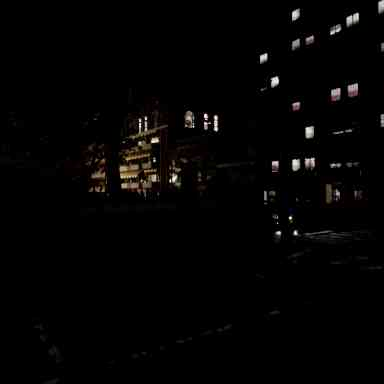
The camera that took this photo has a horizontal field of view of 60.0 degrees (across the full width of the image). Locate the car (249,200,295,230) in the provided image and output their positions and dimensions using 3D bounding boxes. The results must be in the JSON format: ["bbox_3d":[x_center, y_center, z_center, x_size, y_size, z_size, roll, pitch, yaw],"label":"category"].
[{"bbox_3d":[4.918,1.604,23.421,2.097,1.767,4.553,0,-1,-36],"label":"car"}]

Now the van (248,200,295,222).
[{"bbox_3d":[7.136,1.642,30.187,1.690,1.788,3.998,-1,0,-36],"label":"van"}]
